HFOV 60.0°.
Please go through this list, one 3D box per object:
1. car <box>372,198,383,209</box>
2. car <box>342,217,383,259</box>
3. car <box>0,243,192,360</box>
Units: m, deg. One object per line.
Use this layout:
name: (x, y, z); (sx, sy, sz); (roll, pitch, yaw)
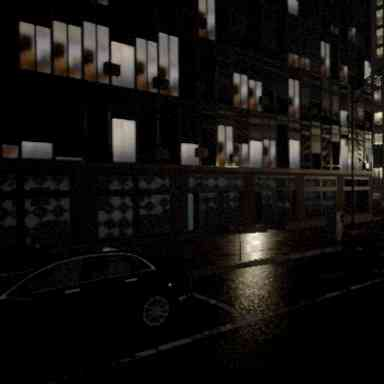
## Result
car: (21.727, 1.279, 41.655); (1.752, 1.417, 4.829); (-1, 1, -35)
car: (7.121, 1.543, 11.807); (4.507, 1.381, 1.887); (0, -1, -35)
car: (-2.057, 1.551, 5.233); (4.403, 1.369, 2.008); (0, -1, -35)
